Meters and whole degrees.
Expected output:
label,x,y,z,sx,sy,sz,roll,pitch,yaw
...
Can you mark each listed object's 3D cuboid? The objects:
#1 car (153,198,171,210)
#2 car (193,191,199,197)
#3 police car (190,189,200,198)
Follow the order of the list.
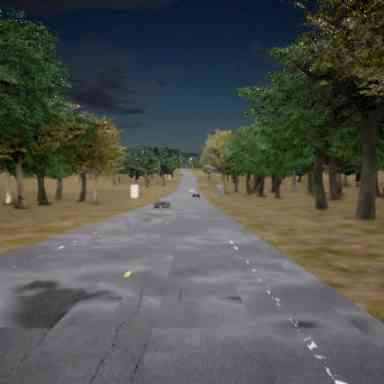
label,x,y,z,sx,sy,sz,roll,pitch,yaw
car,-3.589,1.449,40.437,1.895,1.301,4.718,0,0,0
car,1.053,0.525,91.656,1.812,1.442,4.674,0,2,0
police car,1.053,0.693,81.767,1.930,1.638,5.238,0,1,0
